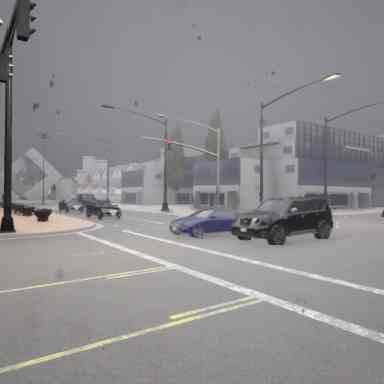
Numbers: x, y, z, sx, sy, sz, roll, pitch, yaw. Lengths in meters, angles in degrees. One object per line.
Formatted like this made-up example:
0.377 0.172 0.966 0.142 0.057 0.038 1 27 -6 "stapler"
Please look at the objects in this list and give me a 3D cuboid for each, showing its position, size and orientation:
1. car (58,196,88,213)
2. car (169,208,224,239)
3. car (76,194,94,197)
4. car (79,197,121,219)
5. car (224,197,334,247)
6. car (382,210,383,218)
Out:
-13.651 1.499 37.373 2.128 1.511 4.902 1 0 -35 "car"
1.027 1.568 17.632 4.674 1.442 1.812 1 0 -36 "car"
-14.966 1.262 45.699 2.150 2.045 5.566 0 0 -34 "car"
-7.749 1.501 28.899 2.128 1.511 4.902 1 0 -35 "car"
4.447 1.276 15.777 5.566 2.045 2.150 0 0 -36 "car"
19.343 1.750 30.724 4.181 1.385 1.994 0 0 -36 "car"
